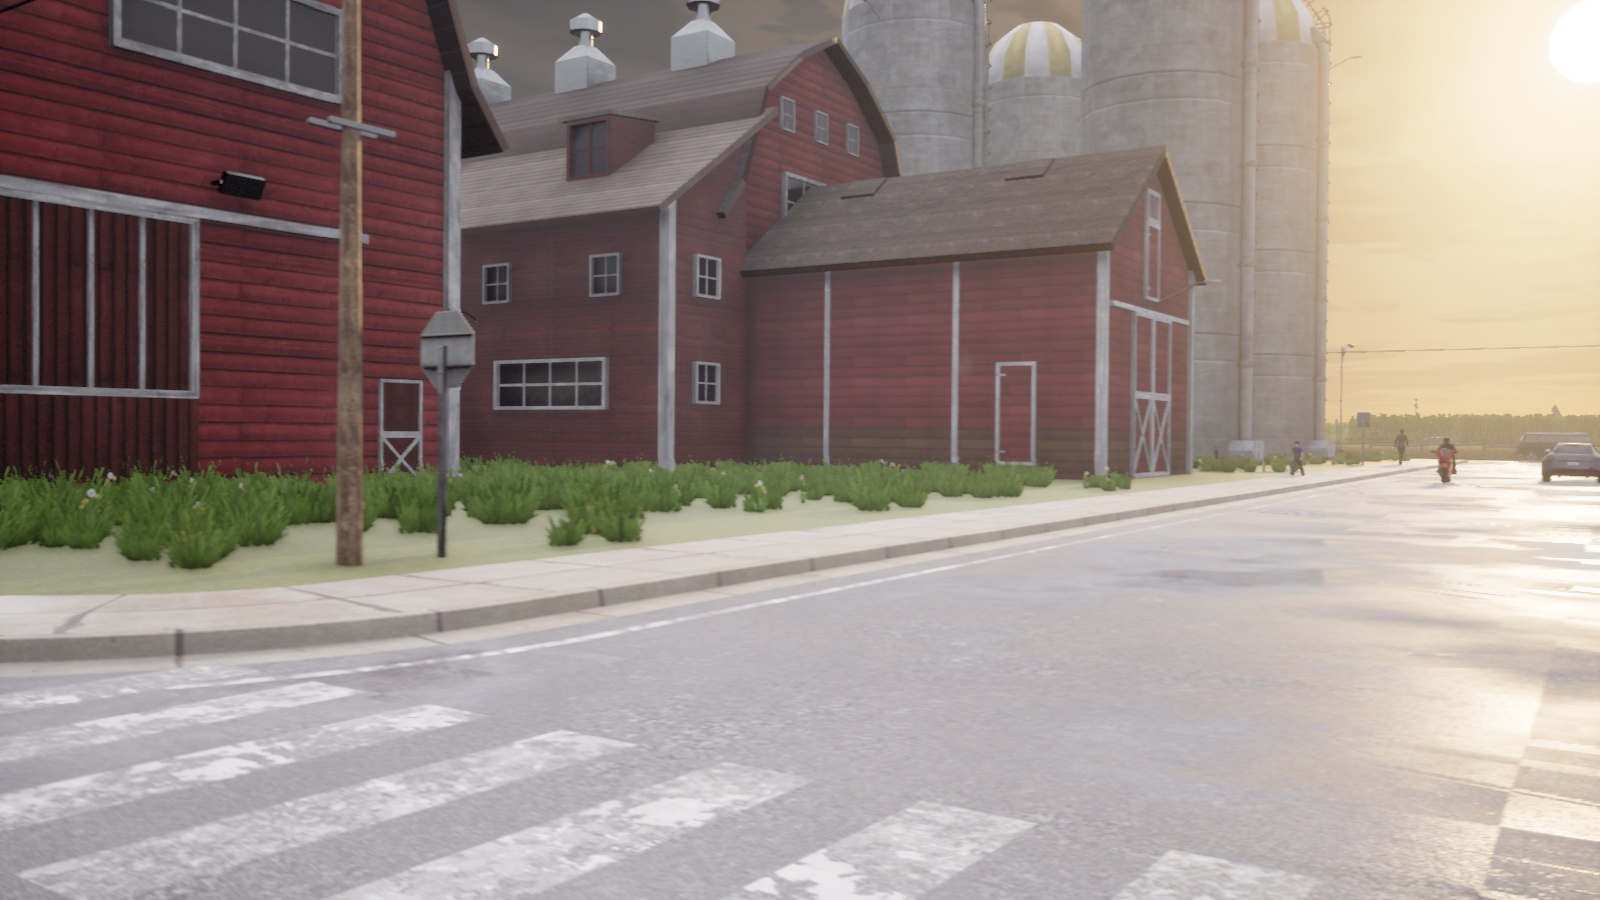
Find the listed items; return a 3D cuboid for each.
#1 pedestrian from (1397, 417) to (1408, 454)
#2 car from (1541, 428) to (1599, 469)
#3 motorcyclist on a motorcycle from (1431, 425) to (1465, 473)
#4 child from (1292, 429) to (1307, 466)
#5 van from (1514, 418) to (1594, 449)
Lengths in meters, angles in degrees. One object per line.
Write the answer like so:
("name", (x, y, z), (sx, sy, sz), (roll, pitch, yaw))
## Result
("pedestrian", (29.876, -0.731, 62.307), (0.328, 1.805, 0.869), (0, 1, 36))
("car", (27.784, -0.070, 44.959), (1.994, 1.385, 4.181), (0, 1, 33))
("motorcyclist on a motorcycle", (21.401, -0.045, 41.472), (0.797, 1.523, 2.044), (0, 1, 33))
("child", (17.160, -0.075, 43.130), (0.437, 1.263, 0.270), (-1, 1, -36))
("van", (49.972, -1.103, 83.230), (4.442, 1.987, 1.775), (0, 1, 33))
